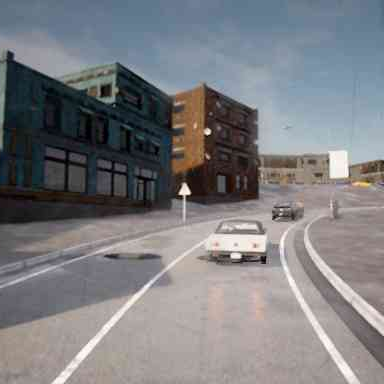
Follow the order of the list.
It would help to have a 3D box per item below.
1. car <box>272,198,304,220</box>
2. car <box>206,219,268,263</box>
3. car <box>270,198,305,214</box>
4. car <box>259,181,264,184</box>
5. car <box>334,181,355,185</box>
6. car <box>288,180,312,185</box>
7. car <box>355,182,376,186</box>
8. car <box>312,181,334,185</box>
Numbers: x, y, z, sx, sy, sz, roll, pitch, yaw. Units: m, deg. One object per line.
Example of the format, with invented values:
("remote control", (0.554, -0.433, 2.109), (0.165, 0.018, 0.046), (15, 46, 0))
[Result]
("car", (8.124, 1.551, 28.071), (2.128, 1.511, 4.902), (-3, -1, 29))
("car", (1.834, 1.647, 12.179), (1.895, 1.301, 4.718), (0, -1, 13))
("car", (11.080, 1.603, 38.558), (2.097, 1.767, 4.553), (-4, -3, 41))
("car", (14.690, -2.230, 79.024), (4.553, 1.767, 2.185), (0, -5, -6))
("car", (36.553, -1.846, 81.524), (4.674, 1.452, 2.002), (1, -5, -7))
("car", (25.566, -2.022, 80.205), (4.892, 1.521, 2.231), (0, -5, -6))
("car", (42.038, -1.789, 82.357), (5.008, 1.535, 2.097), (1, -5, -9))
("car", (31.052, -1.967, 80.814), (4.892, 1.521, 2.231), (1, -5, -6))
